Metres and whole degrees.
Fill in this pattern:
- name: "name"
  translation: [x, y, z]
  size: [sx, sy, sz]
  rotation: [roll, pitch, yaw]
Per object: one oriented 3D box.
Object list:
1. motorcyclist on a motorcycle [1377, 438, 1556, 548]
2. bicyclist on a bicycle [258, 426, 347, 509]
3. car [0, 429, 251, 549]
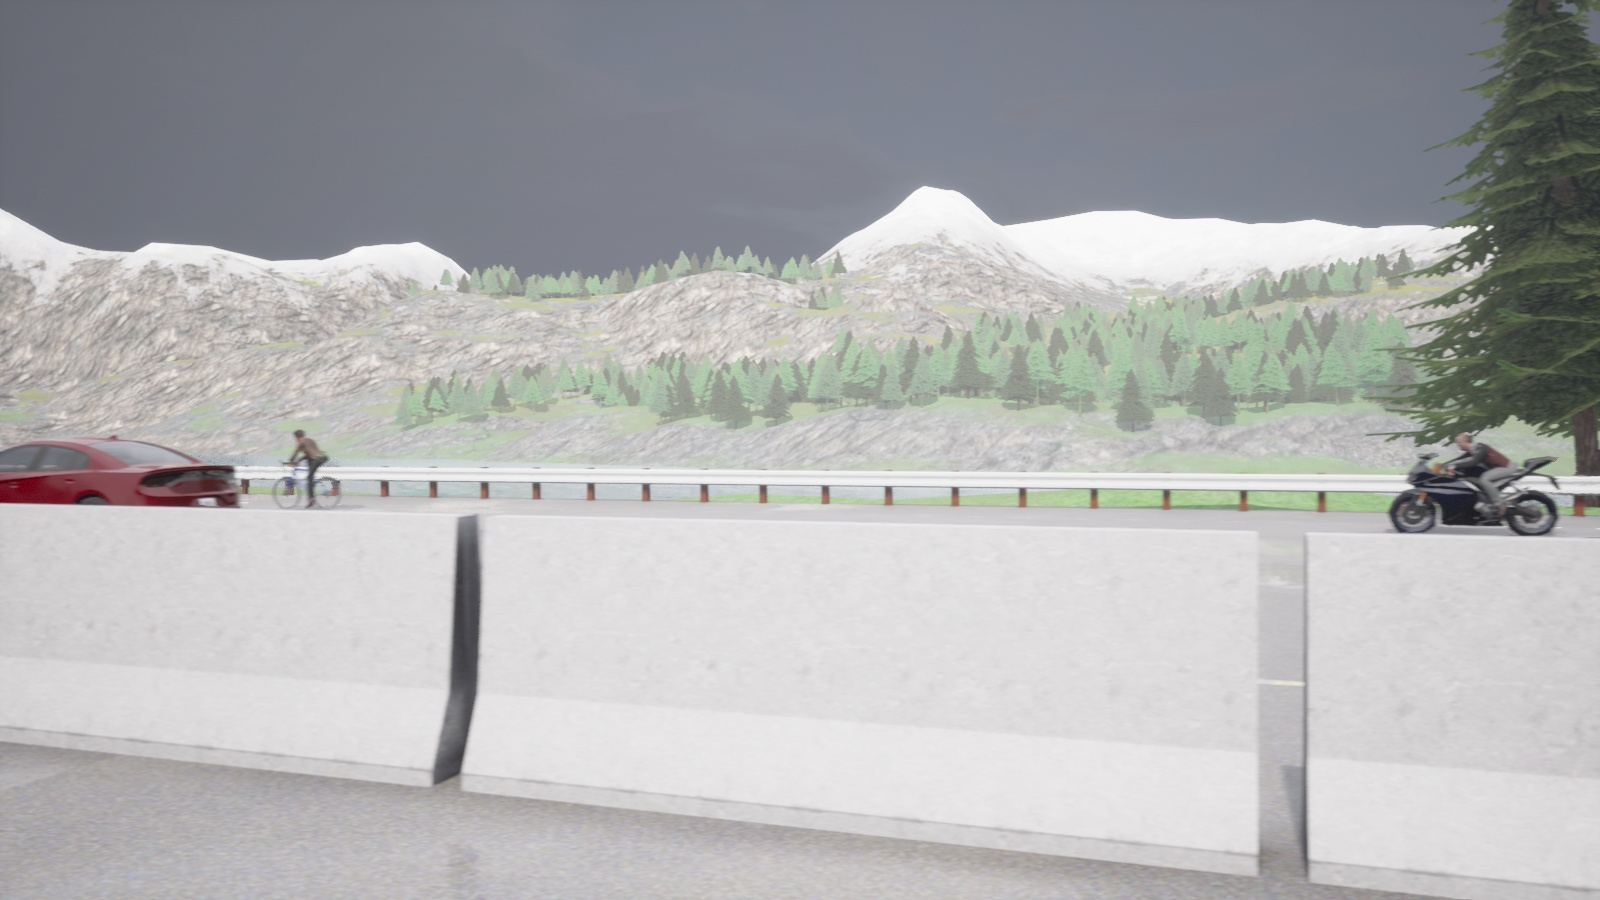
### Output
- name: "motorcyclist on a motorcycle"
  translation: [9.699, 0.603, 18.376]
  size: [2.191, 1.530, 0.866]
  rotation: [0, 1, 19]
- name: "bicyclist on a bicycle"
  translation: [-9.958, 0.339, 25.120]
  size: [1.656, 1.620, 0.582]
  rotation: [0, 1, 19]
- name: "car"
  translation: [-10.546, 0.477, 17.923]
  size: [5.008, 1.535, 1.882]
  rotation: [1, 1, 19]
